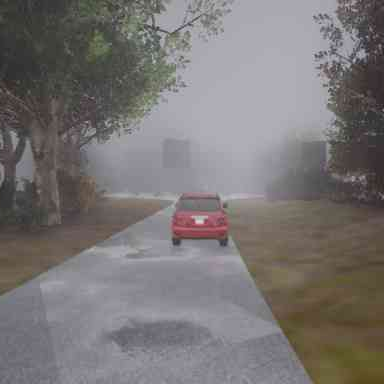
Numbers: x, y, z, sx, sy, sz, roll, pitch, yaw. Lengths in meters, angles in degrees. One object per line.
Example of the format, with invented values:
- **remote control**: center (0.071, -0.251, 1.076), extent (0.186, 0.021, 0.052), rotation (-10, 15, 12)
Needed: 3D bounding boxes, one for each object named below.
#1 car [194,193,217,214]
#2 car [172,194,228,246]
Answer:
- **car**: center (1.221, 0.910, 29.473), extent (1.882, 1.535, 5.008), rotation (0, 2, 3)
- **car**: center (0.391, 1.080, 14.545), extent (2.150, 2.045, 5.566), rotation (0, 1, 3)
